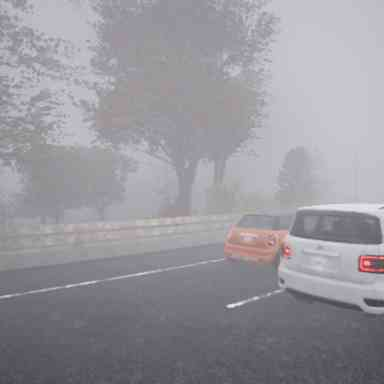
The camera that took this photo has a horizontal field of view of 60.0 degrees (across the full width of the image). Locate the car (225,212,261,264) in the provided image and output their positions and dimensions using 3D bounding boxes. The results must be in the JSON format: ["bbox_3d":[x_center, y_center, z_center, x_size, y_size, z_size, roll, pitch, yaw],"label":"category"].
[{"bbox_3d":[3.236,1.398,11.071,4.553,1.767,2.097,0,0,-41],"label":"car"}]

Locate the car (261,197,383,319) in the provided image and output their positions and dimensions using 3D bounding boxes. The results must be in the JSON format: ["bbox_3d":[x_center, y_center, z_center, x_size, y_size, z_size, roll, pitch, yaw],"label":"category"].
[{"bbox_3d":[4.172,1.243,7.178,5.566,2.045,2.150,0,0,-39],"label":"car"}]
